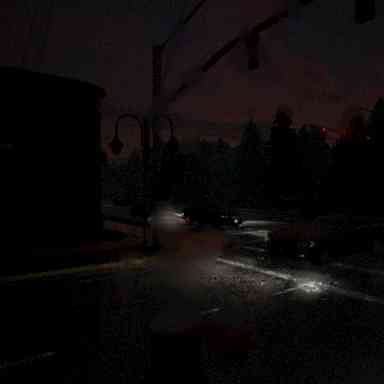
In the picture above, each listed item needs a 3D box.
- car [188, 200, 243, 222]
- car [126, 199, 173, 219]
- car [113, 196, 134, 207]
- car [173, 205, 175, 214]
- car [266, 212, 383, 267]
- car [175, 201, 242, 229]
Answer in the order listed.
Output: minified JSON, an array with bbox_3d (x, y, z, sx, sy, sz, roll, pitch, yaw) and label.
[{"bbox_3d":[1.836,1.505,27.323,1.837,1.490,4.892,0,0,-35],"label":"car"},{"bbox_3d":[-3.853,1.564,29.360,1.994,1.385,4.181,0,0,-35],"label":"car"},{"bbox_3d":[-10.485,1.352,51.359,2.097,1.767,4.553,0,0,-35],"label":"car"},{"bbox_3d":[-3.248,1.564,34.620,1.994,1.385,4.181,0,0,-35],"label":"car"},{"bbox_3d":[4.732,1.477,11.588,5.008,1.535,1.882,0,0,-35],"label":"car"},{"bbox_3d":[1.248,1.491,22.061,2.128,1.511,4.902,0,0,-35],"label":"car"}]
